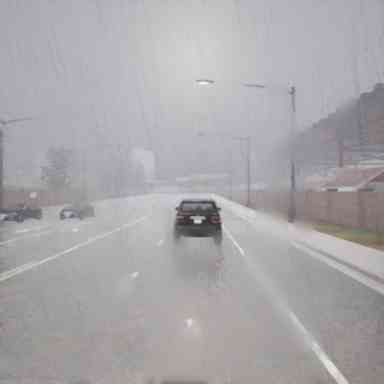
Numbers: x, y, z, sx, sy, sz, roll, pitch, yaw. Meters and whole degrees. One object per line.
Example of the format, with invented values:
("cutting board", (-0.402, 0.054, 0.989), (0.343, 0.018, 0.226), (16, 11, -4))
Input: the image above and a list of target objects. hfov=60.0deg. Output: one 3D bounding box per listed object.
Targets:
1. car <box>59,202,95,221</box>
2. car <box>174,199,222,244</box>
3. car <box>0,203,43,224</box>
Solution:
("car", (-10.057, 1.647, 29.430), (2.128, 1.511, 4.902), (0, 0, 1))
("car", (0.300, 1.357, 16.680), (2.150, 2.045, 5.566), (0, 0, 1))
("car", (-13.617, 1.621, 26.365), (2.128, 1.511, 4.902), (0, 0, 1))
